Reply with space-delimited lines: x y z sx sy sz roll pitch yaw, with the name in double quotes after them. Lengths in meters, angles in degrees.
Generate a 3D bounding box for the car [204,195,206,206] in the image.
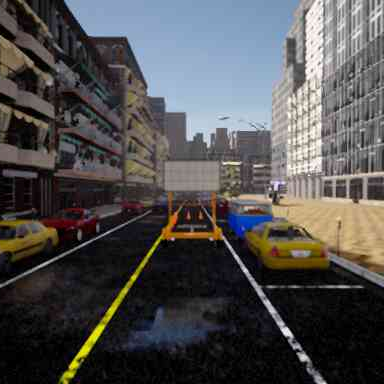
2.685 1.374 38.153 1.752 1.417 4.829 0 0 0 "car"

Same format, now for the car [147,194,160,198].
-5.695 1.356 43.341 1.752 1.417 4.829 0 0 0 "car"

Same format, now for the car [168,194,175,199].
-5.693 1.271 93.249 1.802 1.307 4.206 0 0 0 "car"

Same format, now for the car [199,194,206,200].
2.686 1.227 87.892 1.752 1.417 4.829 0 0 0 "car"

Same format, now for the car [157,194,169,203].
-5.694 1.200 65.615 1.967 1.590 4.097 0 0 0 "car"

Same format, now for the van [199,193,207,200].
2.685 1.057 82.196 1.690 1.788 3.998 0 0 0 "van"

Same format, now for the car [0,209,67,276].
-5.695 1.480 10.181 1.752 1.417 4.829 0 0 0 "car"

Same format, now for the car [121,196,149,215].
-5.695 1.413 32.457 1.887 1.381 4.507 0 0 0 "car"

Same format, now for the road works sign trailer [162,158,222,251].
-0.001 0.404 13.870 2.380 3.560 2.880 0 0 0 "road works sign trailer"

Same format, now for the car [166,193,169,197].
-5.694 1.327 60.091 2.008 1.369 4.403 0 0 0 "car"

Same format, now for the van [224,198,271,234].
2.684 1.272 15.875 1.690 1.788 3.998 0 0 0 "van"

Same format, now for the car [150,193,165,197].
-5.696 1.127 49.036 2.192 1.841 5.009 0 0 0 "car"

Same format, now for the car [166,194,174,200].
-5.694 1.284 87.723 1.802 1.307 4.206 0 0 0 "car"

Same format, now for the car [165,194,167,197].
-5.694 1.344 54.564 2.008 1.369 4.403 0 0 0 "car"

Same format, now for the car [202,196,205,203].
2.685 1.412 43.510 1.802 1.307 4.206 0 0 0 "car"

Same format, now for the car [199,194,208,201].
2.686 1.170 76.669 1.967 1.590 4.097 0 0 0 "car"

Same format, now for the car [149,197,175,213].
-3.094 1.461 34.811 1.895 1.301 4.718 0 0 0 "car"

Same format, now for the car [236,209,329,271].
2.685 1.479 10.520 1.752 1.417 4.829 0 0 0 "car"

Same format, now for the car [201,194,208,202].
2.685 1.393 49.036 1.802 1.307 4.206 0 0 0 "car"

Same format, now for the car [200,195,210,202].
2.686 1.310 71.143 1.947 1.339 4.313 0 0 0 "car"

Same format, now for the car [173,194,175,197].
-5.694 1.274 76.670 1.887 1.381 4.507 0 0 0 "car"

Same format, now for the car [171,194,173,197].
-5.694 1.310 71.143 1.947 1.339 4.313 0 0 0 "car"

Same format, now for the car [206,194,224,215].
2.684 1.309 32.456 1.967 1.590 4.097 0 0 0 "car"

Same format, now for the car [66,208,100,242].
-5.695 1.476 15.877 1.887 1.381 4.507 0 0 0 "car"

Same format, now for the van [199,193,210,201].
2.685 1.117 60.089 1.690 1.788 3.998 0 0 0 "van"

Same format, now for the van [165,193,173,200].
-5.695 1.057 82.197 1.690 1.788 3.998 0 0 0 "van"

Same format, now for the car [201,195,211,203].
2.686 1.284 65.785 1.752 1.417 4.829 0 0 0 "car"
